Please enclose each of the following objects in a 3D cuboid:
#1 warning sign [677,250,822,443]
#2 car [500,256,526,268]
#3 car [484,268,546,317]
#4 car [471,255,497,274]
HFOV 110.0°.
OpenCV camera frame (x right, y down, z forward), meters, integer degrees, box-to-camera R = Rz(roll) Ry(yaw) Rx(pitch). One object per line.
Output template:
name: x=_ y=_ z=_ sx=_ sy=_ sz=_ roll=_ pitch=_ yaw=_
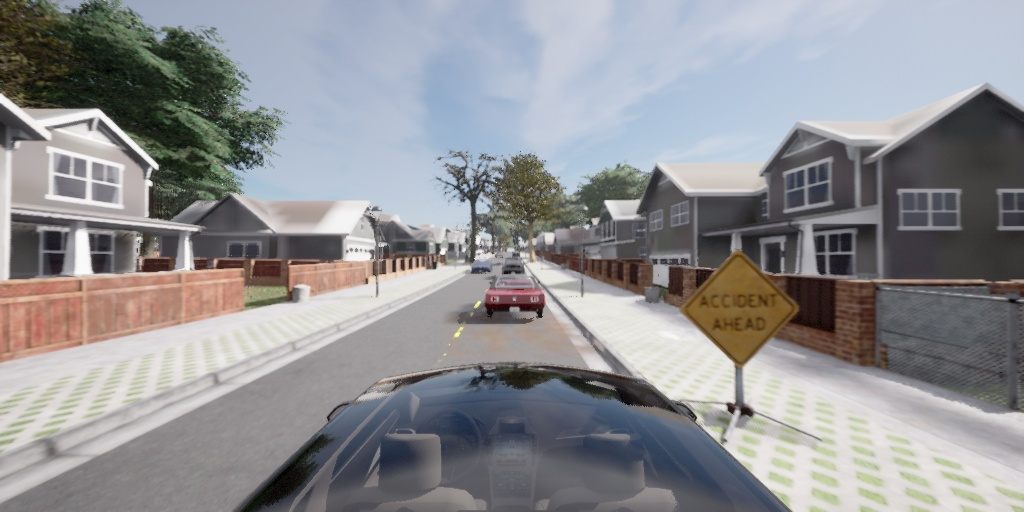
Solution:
warning sign: x=2.518 y=0.861 z=3.961 sx=1.300 sy=1.860 sz=1.060 roll=0 pitch=0 yaw=0
car: x=0.095 y=0.995 z=30.001 sx=1.837 sy=1.490 sz=4.892 roll=0 pitch=1 yaw=0
car: x=0.092 y=1.306 z=13.031 sx=1.895 sy=1.301 sz=4.718 roll=0 pitch=0 yaw=0
car: x=-2.847 y=0.932 z=35.186 sx=2.033 sy=1.411 sz=5.357 roll=0 pitch=1 yaw=0
